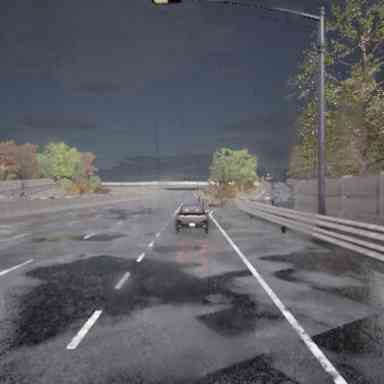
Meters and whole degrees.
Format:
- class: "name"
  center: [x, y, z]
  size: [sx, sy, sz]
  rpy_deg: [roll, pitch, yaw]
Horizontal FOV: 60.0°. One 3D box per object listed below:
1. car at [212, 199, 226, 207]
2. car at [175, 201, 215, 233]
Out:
- class: "car"
  center: [4.385, 1.838, 55.895]
  size: [1.994, 1.385, 4.181]
  rpy_deg: [0, -1, 18]
- class: "car"
  center: [0.001, 1.491, 19.717]
  size: [2.128, 1.511, 4.902]
  rpy_deg: [0, 0, 0]
